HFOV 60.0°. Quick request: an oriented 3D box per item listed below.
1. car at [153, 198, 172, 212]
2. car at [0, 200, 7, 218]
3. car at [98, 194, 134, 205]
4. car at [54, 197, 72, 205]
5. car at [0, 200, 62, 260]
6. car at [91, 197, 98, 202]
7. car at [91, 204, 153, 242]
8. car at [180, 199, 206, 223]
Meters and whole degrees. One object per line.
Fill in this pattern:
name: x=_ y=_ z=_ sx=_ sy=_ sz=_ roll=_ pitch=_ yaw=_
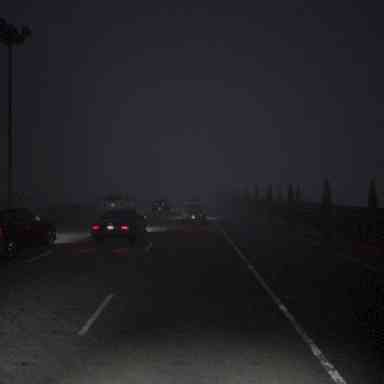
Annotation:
car: x=-3.409 y=1.496 z=37.773 sx=1.837 sy=1.490 sz=4.892 roll=0 pitch=0 yaw=0
car: x=-17.596 y=1.489 z=27.513 sx=1.837 sy=1.490 sz=4.892 roll=0 pitch=0 yaw=0
car: x=-6.907 y=1.207 z=31.752 sx=2.150 sy=2.045 sz=5.566 roll=0 pitch=0 yaw=0
car: x=-21.016 y=1.482 z=53.696 sx=1.882 sy=1.535 sz=5.008 roll=0 pitch=0 yaw=0
car: x=-6.903 y=1.337 z=12.436 sx=2.097 sy=1.767 sz=4.553 roll=0 pitch=0 yaw=0
car: x=-14.024 y=1.493 z=50.949 sx=2.128 sy=1.511 sz=4.902 roll=0 pitch=0 yaw=0
car: x=-3.404 y=1.530 z=16.369 sx=2.033 sy=1.411 sz=5.357 roll=0 pitch=0 yaw=0
car: x=0.095 y=1.510 z=25.075 sx=1.812 sy=1.442 sz=4.674 roll=0 pitch=0 yaw=0
